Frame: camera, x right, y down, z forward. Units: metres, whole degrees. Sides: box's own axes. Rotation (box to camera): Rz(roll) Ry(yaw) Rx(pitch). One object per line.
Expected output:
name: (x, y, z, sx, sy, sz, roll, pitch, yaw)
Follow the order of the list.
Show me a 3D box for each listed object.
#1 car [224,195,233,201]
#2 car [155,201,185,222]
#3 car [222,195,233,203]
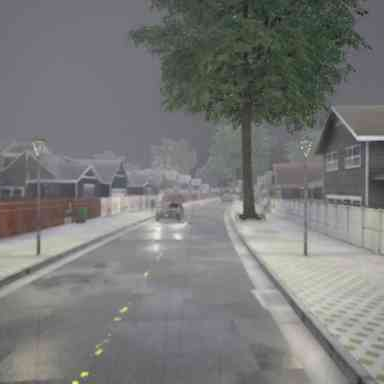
car: (9.147, 1.551, 83.016, 1.994, 1.385, 4.181, 0, 0, 9)
car: (-1.637, 1.479, 26.114, 1.837, 1.490, 4.892, 0, -1, 5)
car: (7.591, 1.585, 73.067, 1.994, 1.385, 4.181, 0, 0, 9)
